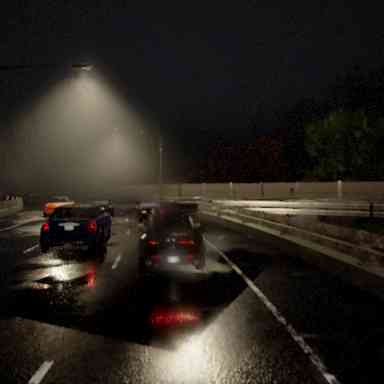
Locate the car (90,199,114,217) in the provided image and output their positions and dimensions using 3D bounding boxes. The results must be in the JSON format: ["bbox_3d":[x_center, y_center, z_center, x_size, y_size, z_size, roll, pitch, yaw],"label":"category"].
[{"bbox_3d":[-8.148,1.380,30.056,1.994,1.385,4.181,0,0,-16],"label":"car"}]

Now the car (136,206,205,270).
[{"bbox_3d":[-0.719,1.436,10.837,1.837,1.490,4.892,0,1,-6],"label":"car"}]

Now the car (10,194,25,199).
[{"bbox_3d":[-41.423,1.032,77.243,4.718,1.301,1.895,0,0,41],"label":"car"}]

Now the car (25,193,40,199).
[{"bbox_3d":[-39.035,0.939,79.803,4.902,1.511,2.128,0,0,41],"label":"car"}]

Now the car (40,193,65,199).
[{"bbox_3d":[-11.346,1.187,28.603,2.097,1.767,4.553,0,0,-15],"label":"car"}]

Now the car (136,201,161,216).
[{"bbox_3d":[-3.229,1.388,25.335,2.033,1.411,5.357,0,0,-13],"label":"car"}]

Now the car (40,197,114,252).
[{"bbox_3d":[-4.617,1.270,13.835,2.097,1.767,4.553,0,0,-8],"label":"car"}]
